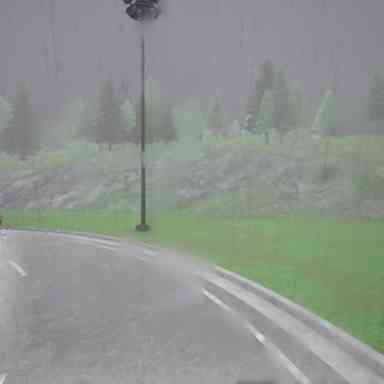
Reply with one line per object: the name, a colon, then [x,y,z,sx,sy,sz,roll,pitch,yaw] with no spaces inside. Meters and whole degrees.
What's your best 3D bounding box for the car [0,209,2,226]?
car: [-12.292,1.133,16.731,5.566,2.045,2.150,0,0,19]
